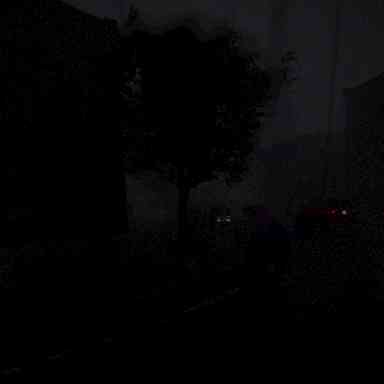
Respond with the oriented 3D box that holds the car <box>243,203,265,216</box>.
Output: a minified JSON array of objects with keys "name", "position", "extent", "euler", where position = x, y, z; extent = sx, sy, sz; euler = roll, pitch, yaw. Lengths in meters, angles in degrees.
[{"name":"car","position":[7.927,2.237,42.796],"extent":[2.128,1.511,4.902],"euler":[-3,-1,-6]}]

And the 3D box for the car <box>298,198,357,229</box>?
[{"name":"car","position":[9.700,1.500,24.328],"extent":[2.150,2.045,5.566],"euler":[-2,-1,-5]}]

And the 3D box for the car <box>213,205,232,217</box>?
[{"name":"car","position":[4.041,2.510,44.695],"extent":[1.994,1.385,4.181],"euler":[-3,-1,-6]}]
